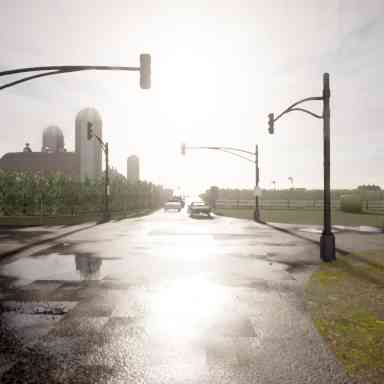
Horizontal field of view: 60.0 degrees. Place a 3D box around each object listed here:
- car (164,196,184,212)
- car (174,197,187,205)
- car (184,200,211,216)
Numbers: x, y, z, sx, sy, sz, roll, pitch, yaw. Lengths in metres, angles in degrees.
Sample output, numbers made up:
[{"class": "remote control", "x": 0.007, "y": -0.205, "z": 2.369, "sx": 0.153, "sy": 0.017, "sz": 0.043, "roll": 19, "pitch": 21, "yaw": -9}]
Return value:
[{"class": "car", "x": -2.271, "y": 1.565, "z": 40.160, "sx": 1.812, "sy": 1.442, "sz": 4.674, "roll": 0, "pitch": 0, "yaw": 1}, {"class": "car", "x": -2.060, "y": 1.621, "z": 60.168, "sx": 2.033, "sy": 1.411, "sz": 5.357, "roll": 0, "pitch": 0, "yaw": 1}, {"class": "car", "x": 0.634, "y": 1.631, "z": 32.911, "sx": 1.895, "sy": 1.301, "sz": 4.718, "roll": 0, "pitch": 0, "yaw": -6}]
